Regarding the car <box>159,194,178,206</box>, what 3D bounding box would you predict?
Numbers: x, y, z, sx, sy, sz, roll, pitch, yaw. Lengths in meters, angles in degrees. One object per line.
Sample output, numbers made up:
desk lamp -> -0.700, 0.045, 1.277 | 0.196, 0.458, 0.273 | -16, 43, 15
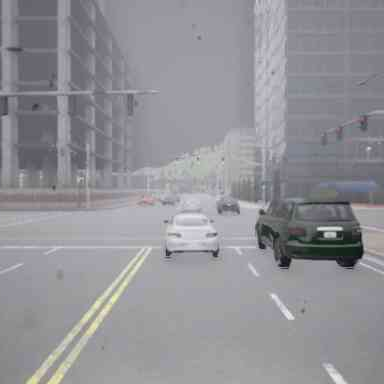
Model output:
car -> -3.588, 1.378, 51.199 | 1.837, 1.490, 4.892 | 0, 0, 0

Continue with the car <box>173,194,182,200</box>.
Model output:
car -> -3.521, 1.186, 81.415 | 2.128, 1.511, 4.902 | 0, 0, 0

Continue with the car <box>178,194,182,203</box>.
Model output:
car -> -3.532, 1.189, 66.391 | 2.097, 1.767, 4.553 | 0, 0, 0

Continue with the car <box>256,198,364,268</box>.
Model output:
car -> 3.617, 1.193, 11.259 | 2.150, 2.045, 5.566 | 0, 0, 1

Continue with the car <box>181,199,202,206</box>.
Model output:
car -> 0.091, 1.439, 34.995 | 1.812, 1.442, 4.674 | 0, 0, 0

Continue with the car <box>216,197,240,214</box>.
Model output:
car -> 3.590, 1.267, 34.229 | 2.097, 1.767, 4.553 | 0, 0, 0

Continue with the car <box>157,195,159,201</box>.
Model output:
car -> -7.018, 1.358, 67.985 | 1.812, 1.442, 4.674 | 0, 0, 0

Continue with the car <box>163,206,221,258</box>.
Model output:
car -> -0.101, 1.494, 12.628 | 1.812, 1.442, 4.674 | 0, 0, -4

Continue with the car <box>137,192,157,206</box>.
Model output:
car -> -7.085, 1.226, 51.374 | 2.097, 1.767, 4.553 | 0, 0, 0
